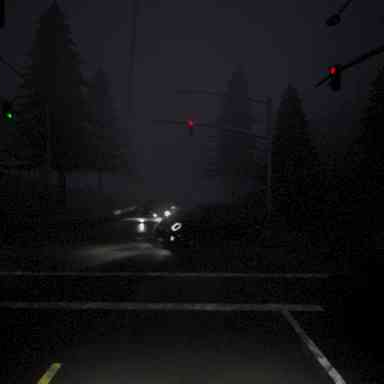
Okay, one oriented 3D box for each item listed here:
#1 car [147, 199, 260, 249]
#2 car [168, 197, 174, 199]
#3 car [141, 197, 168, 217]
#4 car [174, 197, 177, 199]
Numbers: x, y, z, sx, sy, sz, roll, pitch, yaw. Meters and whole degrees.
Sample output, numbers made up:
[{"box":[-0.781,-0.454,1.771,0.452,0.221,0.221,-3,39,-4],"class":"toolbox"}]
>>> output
[{"box":[0.679,1.332,14.439,4.553,1.767,2.097,0,1,-28],"class":"car"},{"box":[-3.613,1.571,41.266,1.895,1.301,4.718,0,0,0],"class":"car"},{"box":[-3.611,1.482,31.326,1.837,1.490,4.892,0,0,0],"class":"car"},{"box":[-4.192,1.561,53.577,1.895,1.301,4.718,0,0,-15],"class":"car"}]
